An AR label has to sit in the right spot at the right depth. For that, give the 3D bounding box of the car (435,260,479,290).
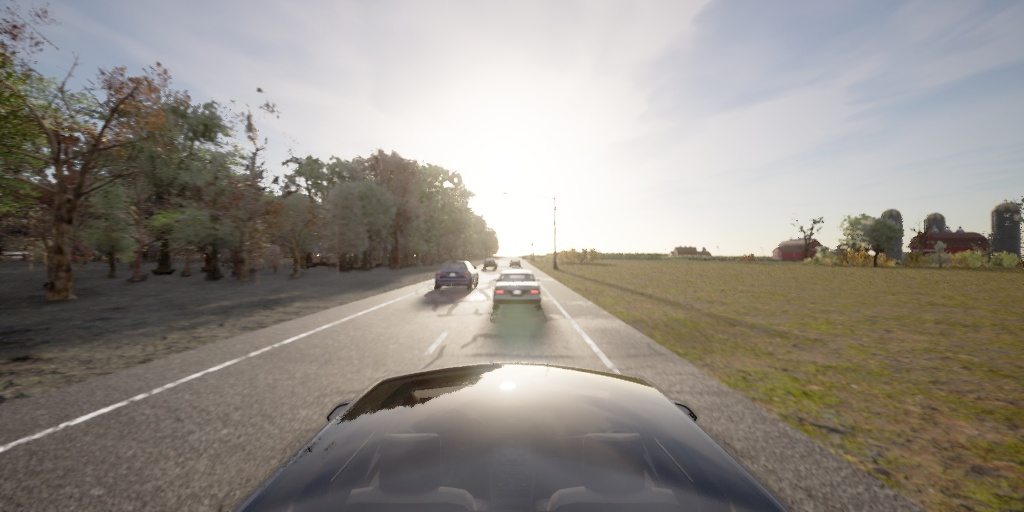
[{"bbox_3d":[-3.250,1.049,21.840,2.097,1.767,4.553,0,0,0],"label":"car"}]

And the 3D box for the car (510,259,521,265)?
[{"bbox_3d":[0.550,1.182,61.423,1.895,1.301,4.718,0,0,0],"label":"car"}]

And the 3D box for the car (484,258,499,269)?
[{"bbox_3d":[-3.025,1.111,51.641,1.837,1.490,4.892,0,0,0],"label":"car"}]

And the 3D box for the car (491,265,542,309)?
[{"bbox_3d":[0.192,1.266,14.621,2.033,1.411,5.357,0,0,0],"label":"car"}]
